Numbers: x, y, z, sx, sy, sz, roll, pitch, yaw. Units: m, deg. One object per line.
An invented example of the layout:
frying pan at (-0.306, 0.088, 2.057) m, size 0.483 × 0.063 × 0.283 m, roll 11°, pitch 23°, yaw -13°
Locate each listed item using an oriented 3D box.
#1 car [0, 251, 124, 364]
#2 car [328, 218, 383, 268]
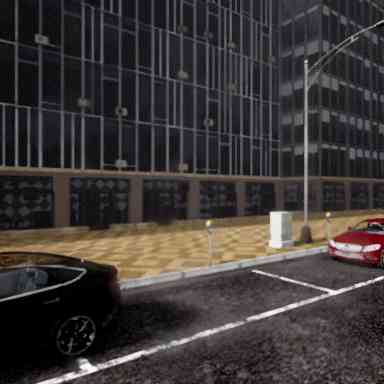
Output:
car at (-3.043, 1.563, 4.390) m, size 4.313 × 1.339 × 1.947 m, roll 0°, pitch 0°, yaw -35°
car at (6.241, 1.539, 10.976) m, size 4.206 × 1.307 × 1.802 m, roll 0°, pitch 0°, yaw -35°
